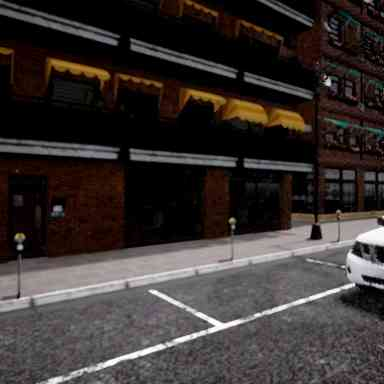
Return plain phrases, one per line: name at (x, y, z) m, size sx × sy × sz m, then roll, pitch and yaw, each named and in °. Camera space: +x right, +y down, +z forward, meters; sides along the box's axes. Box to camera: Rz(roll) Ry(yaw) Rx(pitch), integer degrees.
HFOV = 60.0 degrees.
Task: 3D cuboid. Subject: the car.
car at (5.844, 1.135, 7.552) m, size 5.566 × 2.045 × 2.150 m, roll -1°, pitch 0°, yaw -36°
